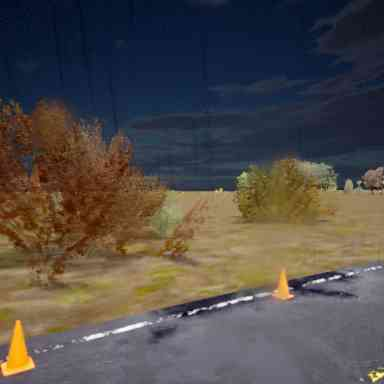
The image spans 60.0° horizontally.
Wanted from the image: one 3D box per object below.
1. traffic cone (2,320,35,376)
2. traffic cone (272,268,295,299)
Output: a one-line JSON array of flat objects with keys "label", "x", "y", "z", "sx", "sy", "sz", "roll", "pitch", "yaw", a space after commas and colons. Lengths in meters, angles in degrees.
[{"label": "traffic cone", "x": -2.223, "y": 1.943, "z": 4.263, "sx": 0.340, "sy": 0.580, "sz": 0.340, "roll": 0, "pitch": 0, "yaw": -35}, {"label": "traffic cone", "x": 1.958, "y": 1.934, "z": 7.124, "sx": 0.340, "sy": 0.580, "sz": 0.340, "roll": 0, "pitch": 0, "yaw": -34}]
